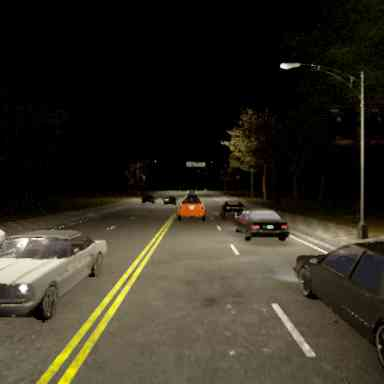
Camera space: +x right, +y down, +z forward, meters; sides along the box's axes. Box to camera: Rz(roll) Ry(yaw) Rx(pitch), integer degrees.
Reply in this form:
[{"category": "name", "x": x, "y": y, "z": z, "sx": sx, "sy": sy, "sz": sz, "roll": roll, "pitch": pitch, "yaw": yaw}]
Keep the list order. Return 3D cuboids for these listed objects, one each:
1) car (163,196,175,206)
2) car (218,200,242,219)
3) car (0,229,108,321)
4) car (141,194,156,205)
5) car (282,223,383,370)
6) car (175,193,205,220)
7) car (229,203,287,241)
[{"category": "car", "x": -3.247, "y": 1.298, "z": 50.373, "sx": 2.033, "sy": 1.411, "sz": 5.357, "roll": 0, "pitch": 1, "yaw": 0}, {"category": "car", "x": 3.252, "y": 1.387, "z": 27.324, "sx": 2.128, "sy": 1.511, "sz": 4.902, "roll": 0, "pitch": 0, "yaw": 0}, {"category": "car", "x": -3.349, "y": 1.573, "z": 7.320, "sx": 1.895, "sy": 1.301, "sz": 4.718, "roll": 0, "pitch": 0, "yaw": 0}, {"category": "car", "x": -6.497, "y": 1.046, "z": 50.371, "sx": 2.033, "sy": 1.411, "sz": 5.357, "roll": 0, "pitch": 1, "yaw": 0}, {"category": "car", "x": 3.250, "y": 1.527, "z": 5.325, "sx": 2.033, "sy": 1.411, "sz": 5.357, "roll": 0, "pitch": 0, "yaw": 0}, {"category": "car", "x": -0.020, "y": 1.246, "z": 27.454, "sx": 2.097, "sy": 1.767, "sz": 4.553, "roll": 0, "pitch": 0, "yaw": 0}, {"category": "car", "x": 3.251, "y": 1.485, "z": 16.324, "sx": 2.033, "sy": 1.411, "sz": 5.357, "roll": 0, "pitch": 0, "yaw": 0}]
